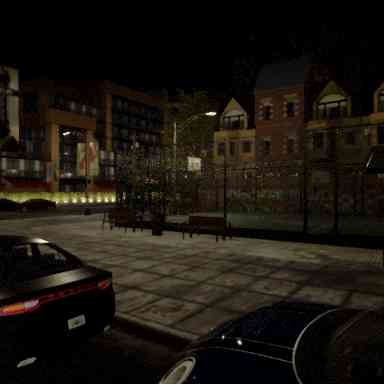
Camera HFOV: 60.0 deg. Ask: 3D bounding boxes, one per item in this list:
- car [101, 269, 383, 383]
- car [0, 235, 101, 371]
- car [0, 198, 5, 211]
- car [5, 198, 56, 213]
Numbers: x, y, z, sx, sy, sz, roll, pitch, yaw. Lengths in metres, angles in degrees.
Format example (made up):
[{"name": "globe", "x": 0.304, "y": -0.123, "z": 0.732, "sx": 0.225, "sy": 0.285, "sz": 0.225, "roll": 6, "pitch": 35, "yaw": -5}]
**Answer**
[{"name": "car", "x": 1.858, "y": 1.354, "z": 1.986, "sx": 4.553, "sy": 1.767, "sz": 2.185, "roll": 0, "pitch": 0, "yaw": 35}, {"name": "car", "x": -3.469, "y": 1.479, "z": 5.582, "sx": 5.008, "sy": 1.535, "sz": 2.097, "roll": 0, "pitch": 0, "yaw": 35}, {"name": "car", "x": -22.446, "y": 1.499, "z": 38.008, "sx": 1.837, "sy": 1.490, "sz": 4.892, "roll": 0, "pitch": 0, "yaw": 35}, {"name": "car", "x": -18.103, "y": 1.471, "z": 38.091, "sx": 1.882, "sy": 1.535, "sz": 5.008, "roll": 0, "pitch": 0, "yaw": 35}]
